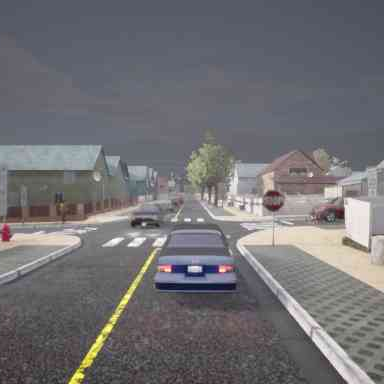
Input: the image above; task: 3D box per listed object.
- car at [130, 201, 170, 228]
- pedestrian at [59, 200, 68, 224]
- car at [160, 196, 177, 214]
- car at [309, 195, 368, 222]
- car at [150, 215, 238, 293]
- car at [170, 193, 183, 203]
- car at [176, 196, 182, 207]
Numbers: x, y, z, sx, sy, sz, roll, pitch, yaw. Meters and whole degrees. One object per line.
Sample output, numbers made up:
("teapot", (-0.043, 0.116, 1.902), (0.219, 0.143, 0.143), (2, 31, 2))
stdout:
("car", (-2.909, 1.568, 22.672), (2.033, 1.411, 5.357), (-1, 0, 0))
("pedestrian", (-9.738, 1.462, 25.242), (0.375, 1.860, 0.375), (0, 0, 0))
("car", (-2.891, 1.527, 36.366), (1.812, 1.442, 4.674), (0, 0, 0))
("car", (10.326, 1.066, 22.487), (4.553, 1.767, 2.097), (-2, -1, -1))
("car", (0.118, 1.550, 8.992), (2.033, 1.411, 5.357), (0, 0, 1))
("car", (-2.888, 1.216, 63.174), (2.150, 2.045, 5.566), (0, 0, 4))
("car", (-2.925, 1.600, 49.959), (1.895, 1.301, 4.718), (0, 0, 0))
